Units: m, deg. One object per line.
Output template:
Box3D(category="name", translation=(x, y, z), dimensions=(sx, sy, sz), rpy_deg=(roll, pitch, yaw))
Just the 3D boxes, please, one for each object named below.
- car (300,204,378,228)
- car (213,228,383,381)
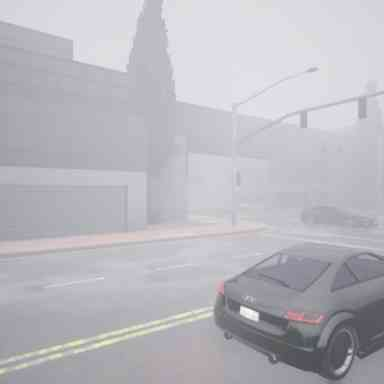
Box3D(category="car", translation=(9.507, 1.595, 21.858), dimensions=(1.837, 1.490, 4.892), rpy_deg=(0, 1, -38))
Box3D(category="car", translation=(2.383, 1.566, 5.534), dimensions=(4.181, 1.385, 1.994), rpy_deg=(0, 0, -36))
